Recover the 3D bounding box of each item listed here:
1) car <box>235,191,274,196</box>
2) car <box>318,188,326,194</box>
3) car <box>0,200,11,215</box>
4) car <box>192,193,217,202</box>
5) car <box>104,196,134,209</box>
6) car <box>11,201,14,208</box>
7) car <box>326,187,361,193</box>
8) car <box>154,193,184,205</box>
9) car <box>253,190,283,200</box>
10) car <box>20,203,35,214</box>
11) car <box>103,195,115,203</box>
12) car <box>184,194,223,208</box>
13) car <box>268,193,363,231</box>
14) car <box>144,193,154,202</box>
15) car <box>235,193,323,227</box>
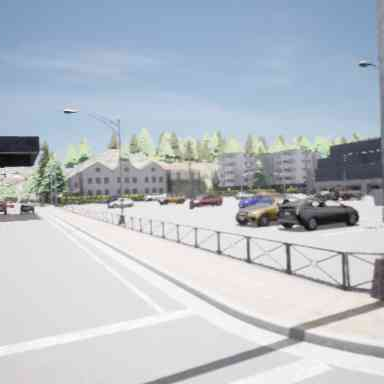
[{"bbox_3d":[6.389,1.029,33.952,3.633,1.501,1.845,-2,0,-28],"label":"car"},{"bbox_3d":[19.482,0.260,48.076,3.866,1.878,1.905,-2,0,-28],"label":"car"},{"bbox_3d":[-27.854,2.245,48.063,2.150,2.045,5.566,-2,0,-27],"label":"car"},{"bbox_3d":[2.440,1.122,65.002,4.514,1.523,2.007,-2,0,-28],"label":"car"},{"bbox_3d":[-10.760,1.716,50.304,3.806,1.475,1.970,-2,0,-28],"label":"car"},{"bbox_3d":[-45.023,3.002,81.906,2.097,1.767,4.553,-2,0,-27],"label":"car"},{"bbox_3d":[21.183,0.217,45.685,4.605,1.855,1.932,-2,0,-28],"label":"car"},{"bbox_3d":[-3.263,1.156,54.235,4.605,1.855,1.932,-2,0,-28],"label":"car"},{"bbox_3d":[13.607,0.551,59.438,5.027,1.636,2.152,-2,0,-28],"label":"car"},{"bbox_3d":[-24.552,2.383,49.672,2.128,1.511,4.902,-2,0,-27],"label":"car"},{"bbox_3d":[-11.755,1.467,53.537,3.866,1.878,1.905,-2,0,-28],"label":"car"},{"bbox_3d":[1.836,1.173,42.846,4.514,1.523,2.007,-2,0,-28],"label":"car"},{"bbox_3d":[6.509,1.065,17.143,4.514,1.523,2.007,-2,0,-28],"label":"car"},{"bbox_3d":[-8.810,1.276,80.496,5.566,2.045,2.150,-2,0,-27],"label":"car"},{"bbox_3d":[5.021,1.110,19.904,5.027,1.636,2.152,-2,0,-28],"label":"car"}]
